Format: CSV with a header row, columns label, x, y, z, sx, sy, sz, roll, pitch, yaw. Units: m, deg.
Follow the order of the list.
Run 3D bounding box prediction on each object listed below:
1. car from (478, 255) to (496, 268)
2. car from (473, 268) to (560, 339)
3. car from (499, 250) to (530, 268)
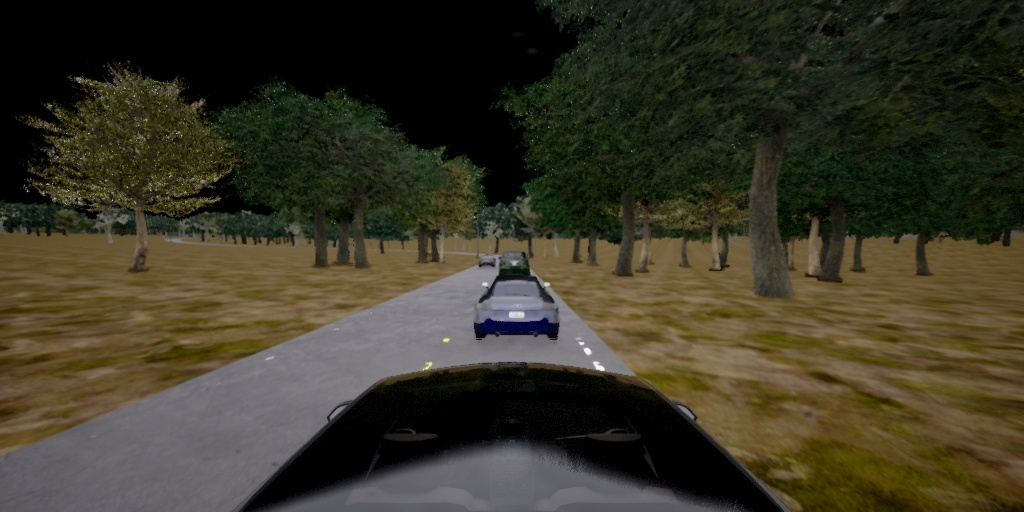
label,x,y,z,sx,sy,sz,roll,pitch,yaw
car,-2.926,0.652,42.568,1.837,1.490,4.892,0,0,0
car,0.108,1.189,9.644,1.994,1.385,4.181,0,1,0
car,0.185,0.596,26.939,2.150,2.045,5.566,0,1,0
